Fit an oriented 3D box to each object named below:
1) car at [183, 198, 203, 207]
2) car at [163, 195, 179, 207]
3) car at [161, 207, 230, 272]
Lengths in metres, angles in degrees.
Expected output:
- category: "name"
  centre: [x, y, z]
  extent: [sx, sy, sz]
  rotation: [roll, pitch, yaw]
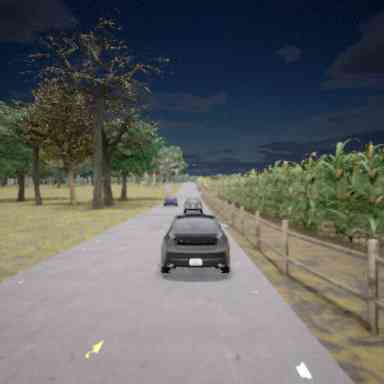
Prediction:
- category: "car"
  centre: [0.112, 1.276, 32.488]
  extent: [2.033, 1.411, 5.357]
  rotation: [0, 1, 0]
- category: "car"
  centre: [-2.738, 1.160, 43.727]
  extent: [2.033, 1.411, 5.357]
  rotation: [0, 1, 0]
- category: "car"
  centre: [0.098, 1.432, 10.470]
  extent: [1.837, 1.490, 4.892]
  rotation: [0, 0, 0]
